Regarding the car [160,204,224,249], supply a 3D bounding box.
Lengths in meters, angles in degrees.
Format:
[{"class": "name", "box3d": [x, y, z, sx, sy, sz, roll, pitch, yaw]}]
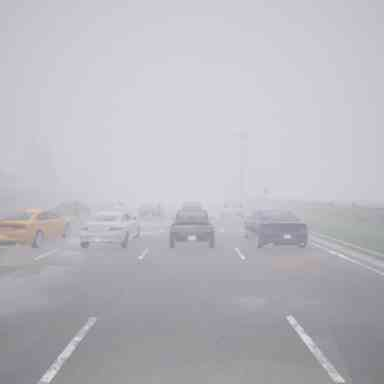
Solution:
[{"class": "car", "box3d": [0.000, 1.495, 14.650, 2.128, 1.511, 4.902, 0, 0, 0]}]

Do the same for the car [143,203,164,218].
[{"class": "car", "box3d": [-3.500, 1.616, 29.680, 1.895, 1.301, 4.718, 0, 0, 0]}]

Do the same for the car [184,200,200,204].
[{"class": "car", "box3d": [0.000, 1.485, 29.650, 1.882, 1.535, 5.008, 0, 0, 0]}]

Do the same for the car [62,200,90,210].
[{"class": "car", "box3d": [-10.500, 1.495, 29.650, 2.128, 1.511, 4.902, 0, 0, 0]}]

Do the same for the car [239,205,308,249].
[{"class": "car", "box3d": [3.500, 1.485, 14.650, 1.882, 1.535, 5.008, 0, 0, 0]}]

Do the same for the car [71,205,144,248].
[{"class": "car", "box3d": [-3.500, 1.533, 14.650, 1.812, 1.442, 4.674, 0, 0, 0]}]

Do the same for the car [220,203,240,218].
[{"class": "car", "box3d": [3.500, 1.616, 29.680, 1.895, 1.301, 4.718, 0, 0, 0]}]

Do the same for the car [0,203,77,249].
[{"class": "car", "box3d": [-7.000, 1.485, 14.650, 1.882, 1.535, 5.008, 0, 0, 0]}]

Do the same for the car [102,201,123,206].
[{"class": "car", "box3d": [-7.000, 1.533, 29.650, 1.812, 1.442, 4.674, 0, 0, 0]}]
